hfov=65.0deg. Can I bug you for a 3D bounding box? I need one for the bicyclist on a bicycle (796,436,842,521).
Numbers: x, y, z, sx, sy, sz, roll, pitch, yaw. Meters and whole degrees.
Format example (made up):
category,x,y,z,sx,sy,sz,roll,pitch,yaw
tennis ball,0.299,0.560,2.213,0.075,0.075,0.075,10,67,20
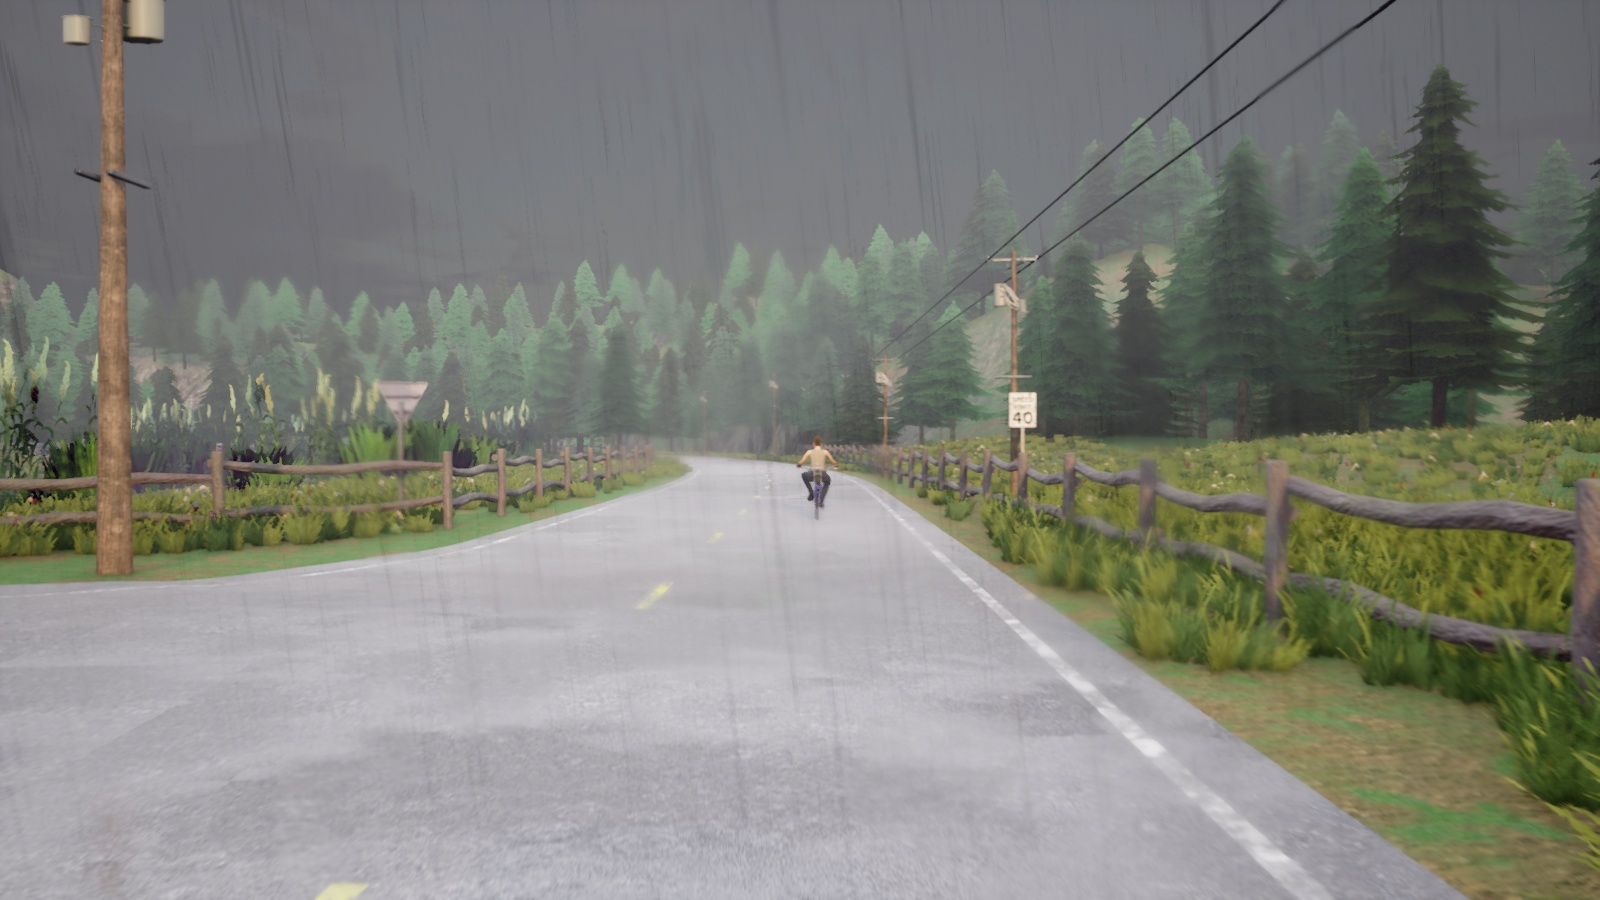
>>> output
category,x,y,z,sx,sy,sz,roll,pitch,yaw
bicyclist on a bicycle,0.359,0.531,24.462,0.866,1.612,1.509,0,0,1
